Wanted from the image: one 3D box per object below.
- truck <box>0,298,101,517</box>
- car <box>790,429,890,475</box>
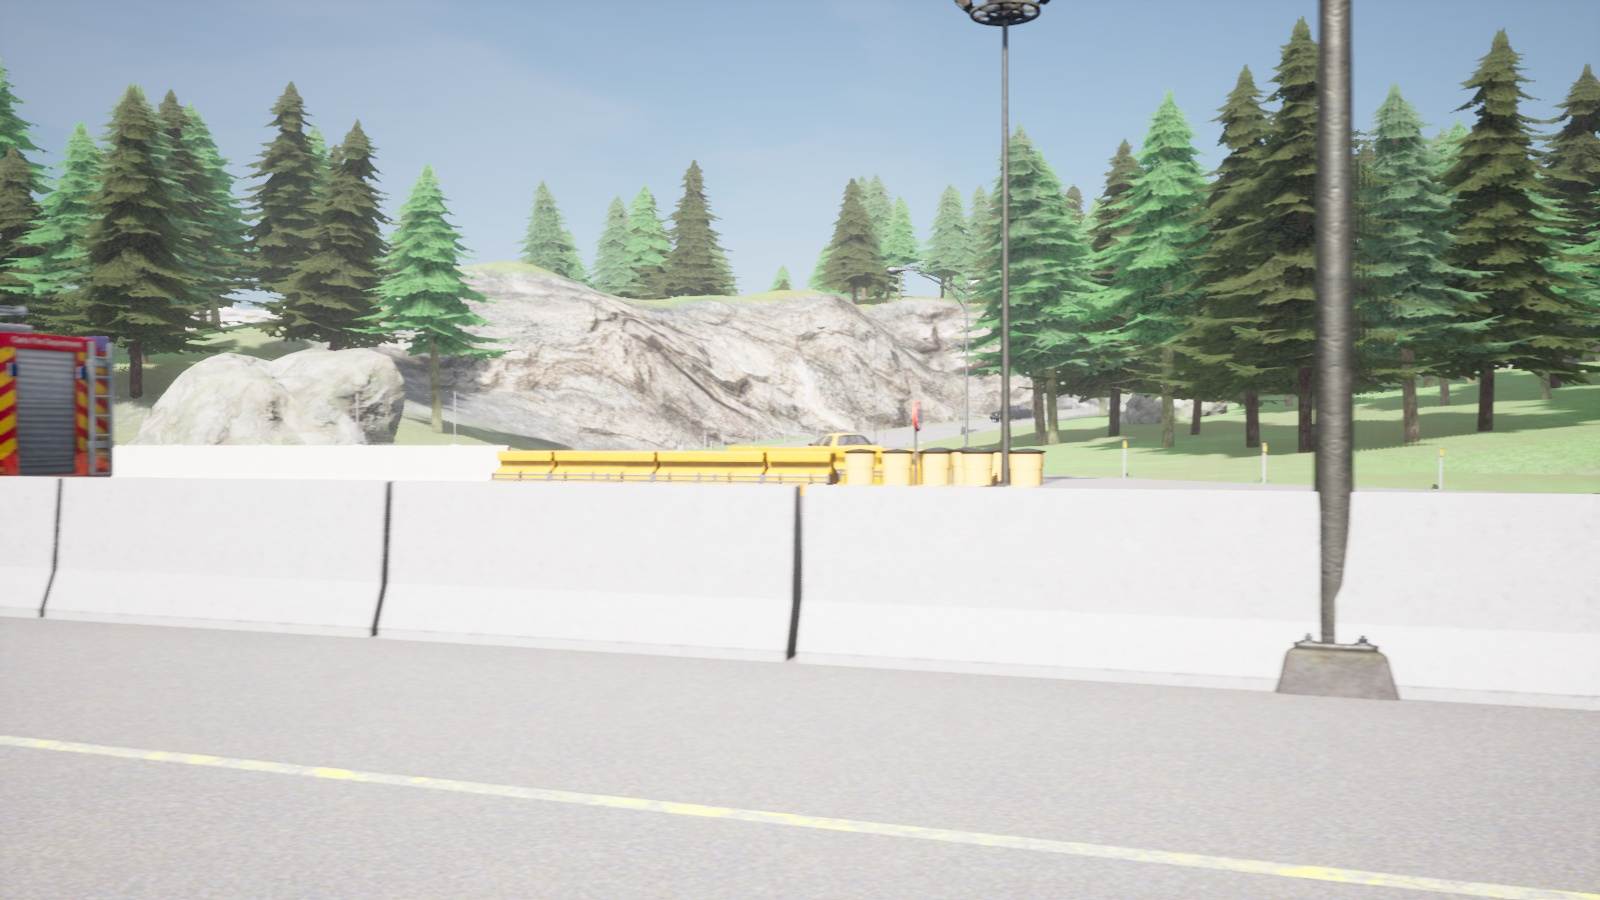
[{"bbox_3d":[-17.826,-0.789,23.943,8.468,3.827,2.891,0,1,19],"label":"truck"},{"bbox_3d":[1.391,0.024,46.658,1.801,1.575,5.366,0,1,-20],"label":"car"}]
